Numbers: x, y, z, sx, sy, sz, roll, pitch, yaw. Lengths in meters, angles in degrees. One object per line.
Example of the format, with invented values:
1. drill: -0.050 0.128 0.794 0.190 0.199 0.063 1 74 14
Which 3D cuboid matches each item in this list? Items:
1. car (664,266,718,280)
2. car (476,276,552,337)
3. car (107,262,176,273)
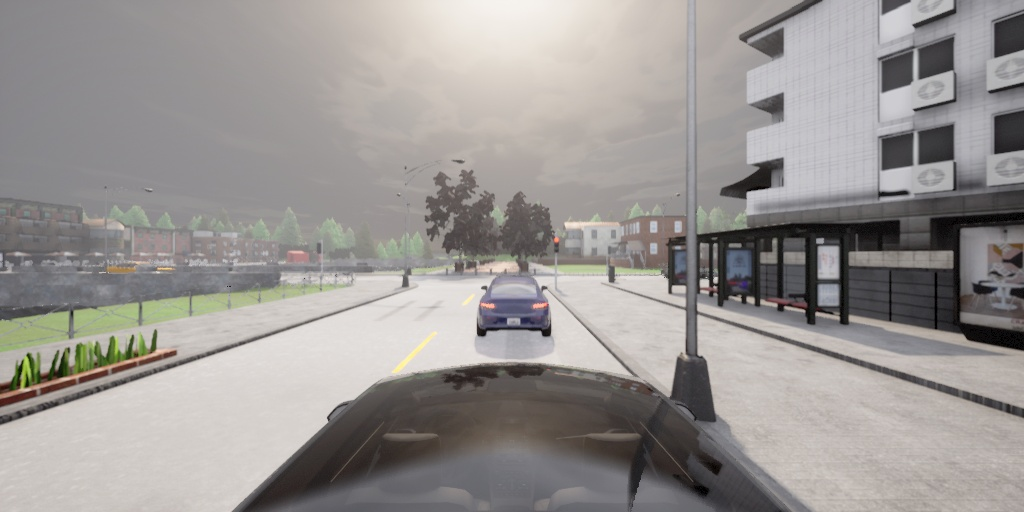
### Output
1. car: 15.101 1.319 30.298 4.181 1.385 1.994 0 0 1
2. car: 0.065 1.277 10.184 1.812 1.442 4.674 0 0 1
3. car: -31.437 1.232 30.408 5.008 1.535 1.882 0 0 0
